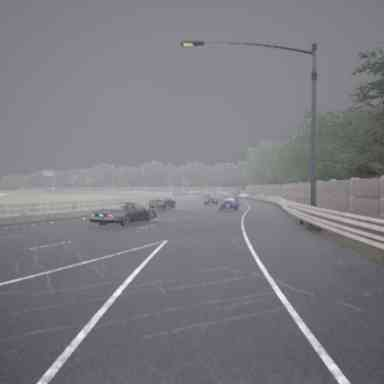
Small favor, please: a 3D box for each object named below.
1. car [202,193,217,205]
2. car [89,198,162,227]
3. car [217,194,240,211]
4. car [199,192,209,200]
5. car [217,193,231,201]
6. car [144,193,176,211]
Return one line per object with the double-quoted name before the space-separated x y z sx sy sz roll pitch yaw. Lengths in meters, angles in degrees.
"car" 2.898 1.228 49.160 1.895 1.301 4.718 0 0 6
"car" -4.226 1.366 21.251 2.033 1.411 5.357 0 0 22
"car" 4.224 1.255 36.795 1.812 1.442 4.674 0 0 13
"car" 2.869 0.802 72.324 2.097 1.767 4.553 0 0 -8
"car" 6.656 1.034 69.197 2.033 1.411 5.357 0 0 -4
"car" -3.132 1.201 35.688 2.128 1.511 4.902 1 1 13
